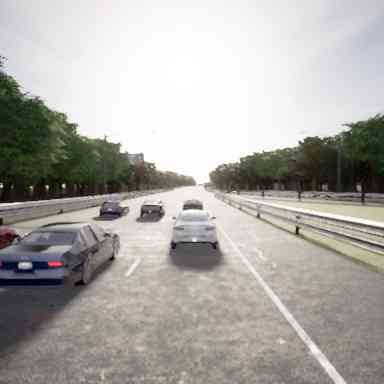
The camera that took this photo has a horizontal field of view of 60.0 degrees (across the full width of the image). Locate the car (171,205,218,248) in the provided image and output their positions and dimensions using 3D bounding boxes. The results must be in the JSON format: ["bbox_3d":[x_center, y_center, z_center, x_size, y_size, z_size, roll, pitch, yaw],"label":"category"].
[{"bbox_3d":[0.095,1.508,14.570,1.812,1.442,4.674,0,0,0],"label":"car"}]

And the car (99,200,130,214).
[{"bbox_3d":[-6.910,1.416,29.996,1.994,1.385,4.181,0,1,0],"label":"car"}]

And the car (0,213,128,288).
[{"bbox_3d":[-3.404,1.544,9.296,2.033,1.411,5.357,0,0,0],"label":"car"}]

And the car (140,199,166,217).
[{"bbox_3d":[-3.411,1.350,29.502,2.128,1.511,4.902,0,1,0],"label":"car"}]

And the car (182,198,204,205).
[{"bbox_3d":[0.089,1.315,31.115,1.882,1.535,5.008,0,1,0],"label":"car"}]
